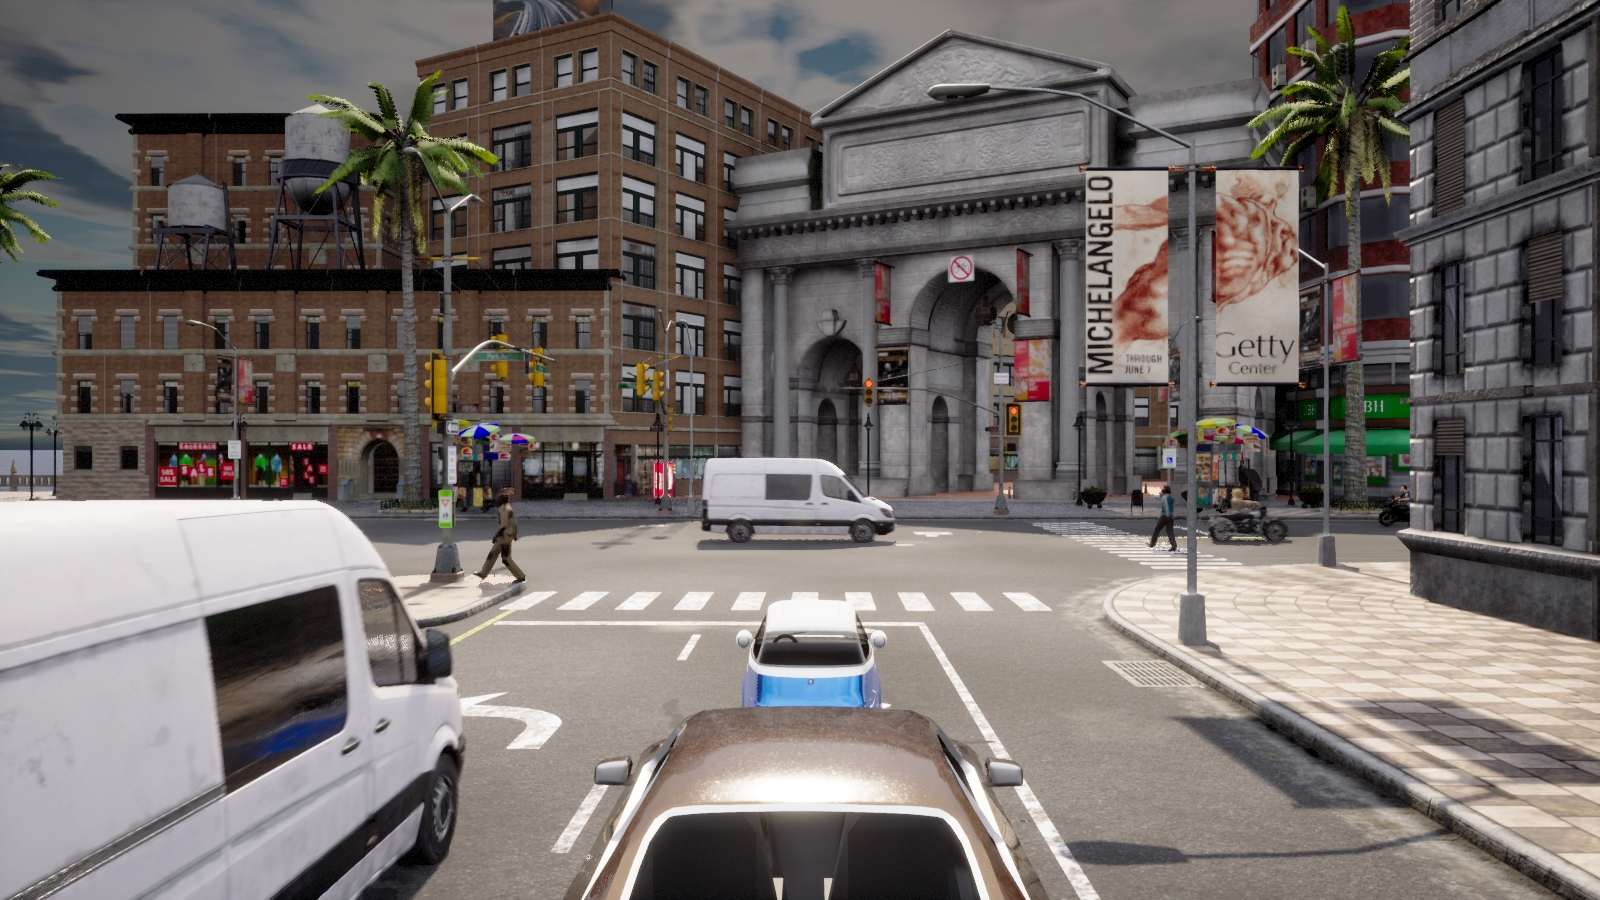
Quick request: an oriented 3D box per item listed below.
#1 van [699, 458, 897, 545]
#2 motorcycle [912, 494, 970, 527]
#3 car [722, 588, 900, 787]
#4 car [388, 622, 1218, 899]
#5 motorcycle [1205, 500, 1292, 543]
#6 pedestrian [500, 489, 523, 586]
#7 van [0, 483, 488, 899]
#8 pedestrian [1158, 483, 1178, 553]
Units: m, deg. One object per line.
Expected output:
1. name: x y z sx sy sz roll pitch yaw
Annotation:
1. van: -0.043 1.534 35.081 5.915 2.561 1.988 0 0 1
2. motorcycle: 5.152 2.213 41.779 2.033 1.145 0.803 0 0 1
3. car: 0.106 2.120 10.657 1.481 1.376 2.207 0 0 1
4. car: 0.037 1.992 5.222 2.152 1.651 5.027 0 0 1
5. motorcycle: 13.635 2.170 34.792 2.356 1.277 0.764 0 0 1
6. pedestrian: -5.656 1.704 22.392 0.375 1.860 0.375 0 0 -2
7. van: -3.425 1.534 5.892 1.988 2.561 5.915 0 0 0
8. pedestrian: 10.012 1.849 31.093 0.375 1.860 0.375 0 0 -32
